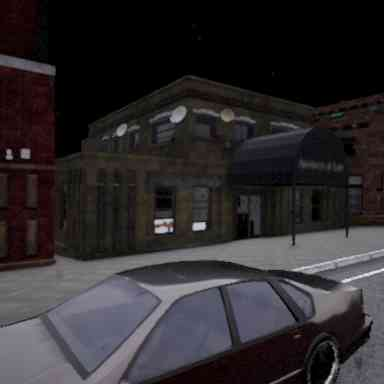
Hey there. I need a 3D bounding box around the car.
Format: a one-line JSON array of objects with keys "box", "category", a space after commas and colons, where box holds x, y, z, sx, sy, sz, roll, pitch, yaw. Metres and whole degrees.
[{"box": [-0.164, 1.543, 3.567, 5.357, 1.411, 2.033, 0, 0, -35], "category": "car"}]
